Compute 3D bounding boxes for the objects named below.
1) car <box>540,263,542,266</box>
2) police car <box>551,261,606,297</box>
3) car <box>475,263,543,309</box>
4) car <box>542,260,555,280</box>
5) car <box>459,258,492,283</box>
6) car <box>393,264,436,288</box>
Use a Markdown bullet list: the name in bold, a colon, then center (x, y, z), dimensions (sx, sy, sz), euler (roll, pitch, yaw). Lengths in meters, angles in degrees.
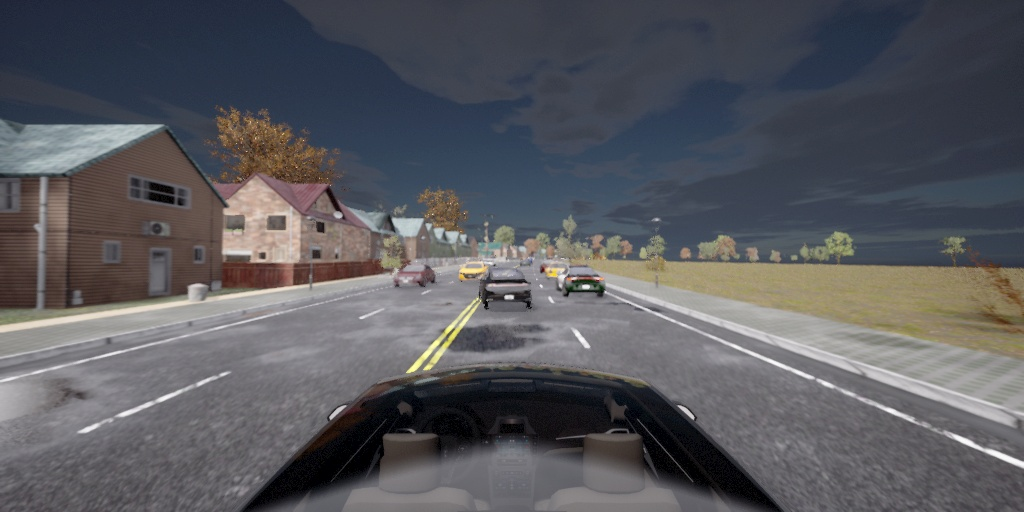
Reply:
- **car**: center (4.146, 1.201, 40.734), dimensions (2.163, 1.488, 4.792), euler (0, 0, 3)
- **police car**: center (3.434, 1.229, 18.828), dimensions (2.038, 1.542, 4.974), euler (0, 0, 1)
- **car**: center (-0.340, 1.221, 14.832), dimensions (2.128, 1.511, 4.902), euler (0, 0, -6)
- **car**: center (3.730, 1.166, 29.958), dimensions (1.801, 1.575, 5.366), euler (0, 0, 2)
- **car**: center (-2.907, 1.190, 28.112), dimensions (1.882, 1.535, 5.008), euler (0, 0, 2)
- **car**: center (-6.283, 1.244, 23.707), dimensions (1.812, 1.442, 4.674), euler (0, 0, 2)
